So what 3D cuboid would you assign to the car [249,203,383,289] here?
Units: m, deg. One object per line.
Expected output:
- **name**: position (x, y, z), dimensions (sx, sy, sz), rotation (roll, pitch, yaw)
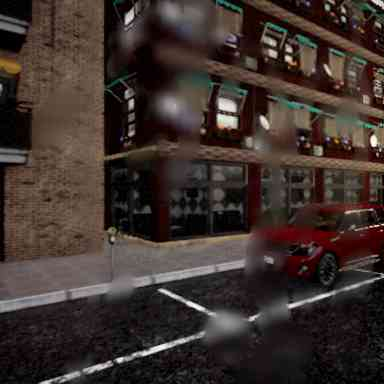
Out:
- **car**: position (3.869, 1.279, 9.316), dimensions (5.009, 1.841, 2.192), rotation (0, 0, -35)
